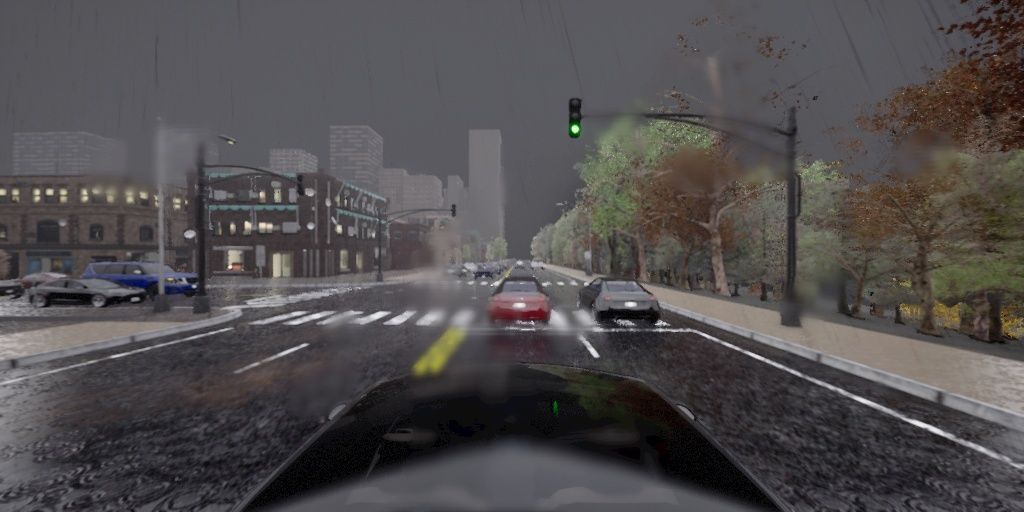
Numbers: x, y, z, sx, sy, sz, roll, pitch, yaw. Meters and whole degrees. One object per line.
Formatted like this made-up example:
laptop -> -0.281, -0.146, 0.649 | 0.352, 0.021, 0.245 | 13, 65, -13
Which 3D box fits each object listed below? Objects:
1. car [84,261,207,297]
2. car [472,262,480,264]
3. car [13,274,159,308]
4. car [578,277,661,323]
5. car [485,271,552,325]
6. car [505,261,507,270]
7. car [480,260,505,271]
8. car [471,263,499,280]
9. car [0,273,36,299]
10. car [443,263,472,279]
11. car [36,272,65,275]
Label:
car -> -19.873, 1.317, 19.414 | 5.566, 2.045, 2.150 | -1, 0, 2
car -> -5.593, 1.621, 47.468 | 1.812, 1.442, 4.674 | 0, 0, 1
car -> -19.644, 1.663, 16.693 | 4.313, 1.339, 1.948 | 0, 0, 1
car -> 3.535, 1.403, 12.515 | 1.994, 1.385, 4.181 | 0, 0, 1
car -> 0.278, 1.397, 12.292 | 1.994, 1.385, 4.181 | 0, 0, 2
car -> -2.162, 1.658, 54.692 | 1.837, 1.490, 4.892 | 0, 0, 1
car -> -2.406, 1.430, 44.716 | 2.097, 1.767, 4.553 | 0, 0, 1
car -> -2.616, 1.610, 35.643 | 1.895, 1.301, 4.718 | 0, 0, 1
car -> -29.930, 1.679, 19.651 | 5.008, 1.535, 1.882 | -1, 0, 2
car -> -5.826, 1.510, 37.297 | 2.128, 1.511, 4.902 | 0, 0, 2
car -> -33.317, 1.809, 25.523 | 4.207, 1.307, 1.802 | 0, 0, 1
